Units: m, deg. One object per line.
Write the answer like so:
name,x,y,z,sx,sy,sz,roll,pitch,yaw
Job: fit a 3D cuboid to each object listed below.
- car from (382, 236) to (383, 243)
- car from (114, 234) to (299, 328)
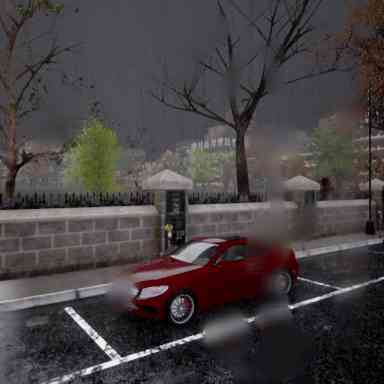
car,9.372,1.525,13.267,4.829,1.417,1.752,0,0,-36
car,0.505,1.581,6.929,4.206,1.307,1.802,0,0,-36
